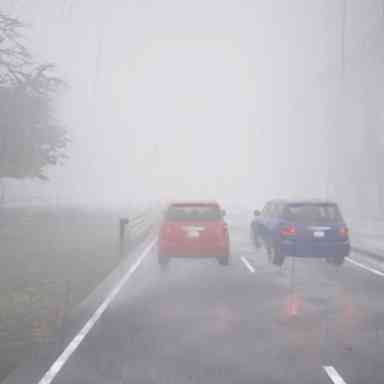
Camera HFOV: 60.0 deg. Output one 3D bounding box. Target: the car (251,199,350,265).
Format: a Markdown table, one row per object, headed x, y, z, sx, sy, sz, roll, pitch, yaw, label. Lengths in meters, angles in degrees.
| x | y | z | sx | sy | sz | roll | pitch | yaw | label |
| --- | --- | --- | --- | --- | --- | --- | --- | --- | --- |
| 3.567 | 1.259 | 11.969 | 2.150 | 2.045 | 5.566 | 0 | 0 | 0 | car |

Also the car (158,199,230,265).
| x | y | z | sx | sy | sz | roll | pitch | yaw | label |
| --- | --- | --- | --- | --- | --- | --- | --- | --- | --- |
| 0.060 | 1.259 | 11.912 | 2.150 | 2.045 | 5.566 | 0 | 0 | 0 | car |
